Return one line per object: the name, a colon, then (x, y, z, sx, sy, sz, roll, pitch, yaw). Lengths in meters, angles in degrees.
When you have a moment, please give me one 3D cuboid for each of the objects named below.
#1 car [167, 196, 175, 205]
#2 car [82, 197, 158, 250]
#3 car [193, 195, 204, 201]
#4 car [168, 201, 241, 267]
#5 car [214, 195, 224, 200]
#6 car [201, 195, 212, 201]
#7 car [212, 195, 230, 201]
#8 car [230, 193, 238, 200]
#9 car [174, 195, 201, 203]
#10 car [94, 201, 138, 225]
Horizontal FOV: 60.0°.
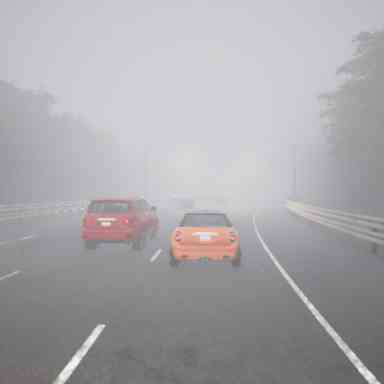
car: (-2.695, 1.445, 53.724, 1.837, 1.490, 4.892, 0, 0, 8)
car: (-2.878, 1.220, 14.436, 2.150, 2.045, 5.566, 0, 0, 3)
car: (1.612, 1.377, 79.857, 1.837, 1.490, 4.892, 0, 0, 11)
car: (0.475, 1.354, 11.672, 2.097, 1.767, 4.553, 0, 0, 3)
car: (7.201, 1.401, 89.392, 1.994, 1.385, 4.181, 0, 0, 13)
car: (3.809, 1.401, 72.560, 1.837, 1.490, 4.892, 0, 0, 10)
car: (5.252, 1.290, 60.062, 2.097, 1.767, 4.553, 0, 0, 9)
car: (10.295, 1.452, 87.218, 1.895, 1.301, 4.718, 0, 0, 12)
car: (-0.526, 1.471, 42.756, 2.128, 1.511, 4.902, 0, 0, 7)
car: (-5.666, 1.499, 25.443, 1.837, 1.490, 4.892, 0, 0, 4)
